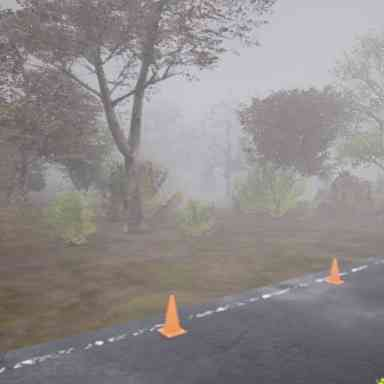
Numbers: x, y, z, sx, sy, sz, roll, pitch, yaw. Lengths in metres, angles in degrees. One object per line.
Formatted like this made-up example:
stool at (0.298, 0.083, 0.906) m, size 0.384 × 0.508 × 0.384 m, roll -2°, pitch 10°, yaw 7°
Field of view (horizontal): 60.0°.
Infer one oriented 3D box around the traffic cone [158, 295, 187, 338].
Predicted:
traffic cone at (-0.318, 1.966, 5.382) m, size 0.340 × 0.580 × 0.340 m, roll 0°, pitch 0°, yaw -37°

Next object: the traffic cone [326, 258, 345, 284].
traffic cone at (3.603, 1.968, 8.371) m, size 0.340 × 0.580 × 0.340 m, roll 0°, pitch 0°, yaw -38°
